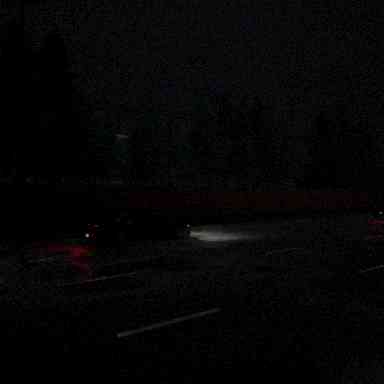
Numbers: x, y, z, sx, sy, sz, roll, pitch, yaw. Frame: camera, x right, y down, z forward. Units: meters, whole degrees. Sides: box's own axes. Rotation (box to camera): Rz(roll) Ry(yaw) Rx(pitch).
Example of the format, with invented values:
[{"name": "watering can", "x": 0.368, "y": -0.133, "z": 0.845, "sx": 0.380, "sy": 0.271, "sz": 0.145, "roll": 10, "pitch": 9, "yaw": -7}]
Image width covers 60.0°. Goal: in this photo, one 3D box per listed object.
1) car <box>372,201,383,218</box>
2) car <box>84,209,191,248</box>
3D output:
[{"name": "car", "x": 17.838, "y": 1.535, "z": 29.358, "sx": 4.902, "sy": 1.511, "sz": 2.128, "roll": 0, "pitch": 0, "yaw": -35}, {"name": "car", "x": -2.316, "y": 1.515, "z": 14.992, "sx": 4.892, "sy": 1.490, "sz": 1.837, "roll": 0, "pitch": 0, "yaw": -35}]
